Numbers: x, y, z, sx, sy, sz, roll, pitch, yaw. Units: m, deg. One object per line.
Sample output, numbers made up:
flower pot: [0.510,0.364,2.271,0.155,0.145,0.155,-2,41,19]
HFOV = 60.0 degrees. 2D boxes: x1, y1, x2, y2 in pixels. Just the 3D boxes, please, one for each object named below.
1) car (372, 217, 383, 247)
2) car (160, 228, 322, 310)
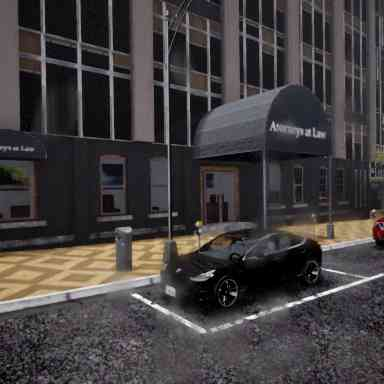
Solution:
car: [9.603,1.310,14.003,5.009,1.841,2.192,0,-1,-37]
car: [1.325,1.564,7.805,4.313,1.339,1.947,0,-1,-37]
